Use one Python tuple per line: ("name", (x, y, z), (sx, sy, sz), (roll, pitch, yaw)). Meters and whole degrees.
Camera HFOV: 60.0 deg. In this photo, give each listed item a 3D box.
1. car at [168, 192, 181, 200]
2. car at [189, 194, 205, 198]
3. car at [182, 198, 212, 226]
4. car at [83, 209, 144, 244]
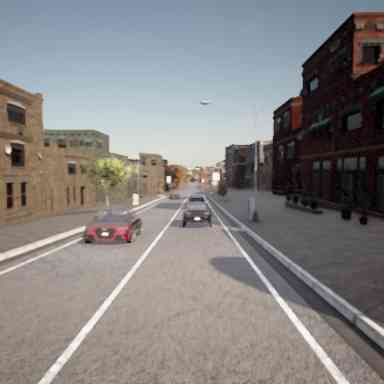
("car", (-2.884, 0.686, 56.334), (1.994, 1.385, 4.181), (0, 1, 1))
("car", (0.588, 0.957, 41.801), (1.882, 1.535, 5.008), (0, 1, 1))
("car", (0.345, 1.368, 21.738), (1.812, 1.442, 4.674), (0, 1, 1))
("car", (-3.435, 1.469, 15.204), (1.994, 1.385, 4.181), (0, 1, 1))
